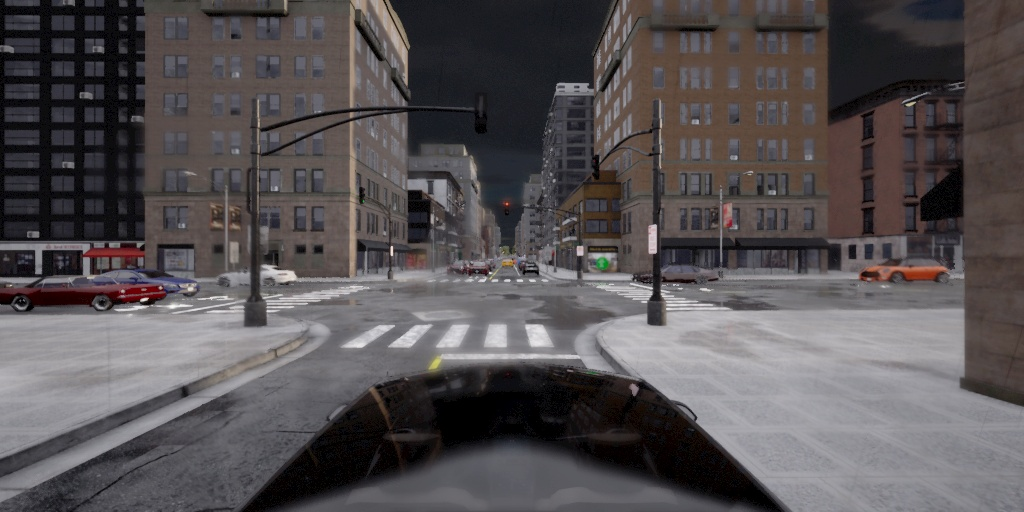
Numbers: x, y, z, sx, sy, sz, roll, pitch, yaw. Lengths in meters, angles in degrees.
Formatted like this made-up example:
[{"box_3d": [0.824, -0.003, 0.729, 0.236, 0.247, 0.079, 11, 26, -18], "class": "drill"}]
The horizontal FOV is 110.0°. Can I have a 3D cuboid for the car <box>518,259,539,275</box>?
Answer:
[{"box_3d": [2.025, 1.355, 39.684, 1.948, 1.339, 4.313, 0, 0, 0], "class": "car"}]

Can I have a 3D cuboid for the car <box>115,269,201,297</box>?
[{"box_3d": [-17.736, 1.337, 17.211, 4.674, 1.442, 1.812, 0, 0, 1], "class": "car"}]

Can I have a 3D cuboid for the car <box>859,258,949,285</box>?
[{"box_3d": [26.598, 0.996, 24.455, 4.553, 1.767, 2.097, 0, 0, -1], "class": "car"}]

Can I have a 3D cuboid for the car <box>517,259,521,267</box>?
[{"box_3d": [1.947, 1.391, 50.706, 1.802, 1.307, 4.207, 0, 0, 0], "class": "car"}]

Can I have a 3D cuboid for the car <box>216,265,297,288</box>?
[{"box_3d": [-16.949, 1.346, 23.930, 4.674, 1.442, 1.812, 0, 0, -1], "class": "car"}]

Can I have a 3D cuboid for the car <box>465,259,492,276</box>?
[{"box_3d": [-3.450, 1.265, 37.822, 1.882, 1.535, 5.008, 0, 0, 0], "class": "car"}]

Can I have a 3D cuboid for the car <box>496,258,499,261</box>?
[{"box_3d": [-3.576, 1.424, 57.555, 1.895, 1.301, 4.718, 0, 0, 0], "class": "car"}]

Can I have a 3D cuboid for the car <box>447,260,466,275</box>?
[{"box_3d": [-6.000, 1.230, 39.628, 1.967, 1.591, 4.097, 0, 0, 0], "class": "car"}]

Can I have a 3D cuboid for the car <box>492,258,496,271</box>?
[{"box_3d": [-3.515, 1.308, 47.415, 1.837, 1.490, 4.892, 0, 0, 0], "class": "car"}]

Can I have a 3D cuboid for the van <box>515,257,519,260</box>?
[{"box_3d": [1.869, 1.173, 61.727, 1.690, 1.789, 3.998, 0, 0, 0], "class": "van"}]

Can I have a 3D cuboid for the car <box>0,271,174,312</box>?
[{"box_3d": [-16.565, 1.401, 13.982, 4.718, 1.301, 1.895, 0, 0, -1], "class": "car"}]

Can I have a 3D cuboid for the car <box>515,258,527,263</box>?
[{"box_3d": [1.908, 1.386, 56.217, 1.948, 1.339, 4.313, 0, 0, 0], "class": "car"}]

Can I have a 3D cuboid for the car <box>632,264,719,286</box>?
[{"box_3d": [10.998, 1.257, 24.268, 5.357, 1.411, 2.033, 0, 0, -1], "class": "car"}]

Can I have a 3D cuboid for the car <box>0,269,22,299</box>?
[{"box_3d": [-27.462, 1.397, 17.097, 5.357, 1.411, 2.033, 0, 0, -1], "class": "car"}]
